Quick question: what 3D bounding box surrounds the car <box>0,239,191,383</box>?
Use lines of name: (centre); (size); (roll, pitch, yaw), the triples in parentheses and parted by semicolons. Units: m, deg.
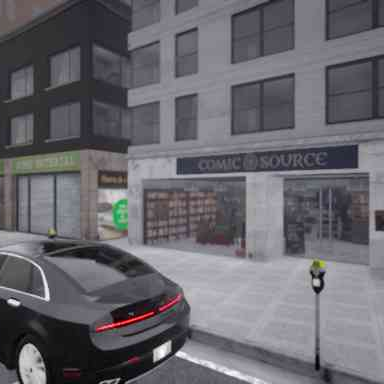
car: (-2.305, 1.488, 5.051); (4.892, 1.490, 1.837); (0, 0, 35)
